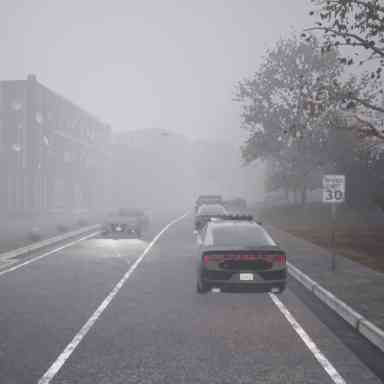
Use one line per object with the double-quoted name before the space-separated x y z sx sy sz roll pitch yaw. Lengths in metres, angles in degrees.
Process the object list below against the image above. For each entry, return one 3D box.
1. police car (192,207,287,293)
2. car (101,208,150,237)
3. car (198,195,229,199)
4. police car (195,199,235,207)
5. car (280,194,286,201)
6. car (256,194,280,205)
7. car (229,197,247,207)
"police car" 1.050 1.428 8.987 1.930 1.638 5.238 0 0 0
"car" -3.459 1.569 17.911 1.994 1.385 4.181 0 0 2
"car" 1.387 1.226 24.672 2.150 2.045 5.566 0 0 5
"police car" 1.101 1.429 18.924 1.930 1.638 5.238 0 0 1
"car" 16.408 1.134 65.497 4.902 1.511 2.128 -1 0 -33
"car" 12.258 1.308 55.313 1.812 1.442 4.674 -1 1 40
"car" 5.936 1.406 45.032 1.882 1.535 5.008 0 0 28
